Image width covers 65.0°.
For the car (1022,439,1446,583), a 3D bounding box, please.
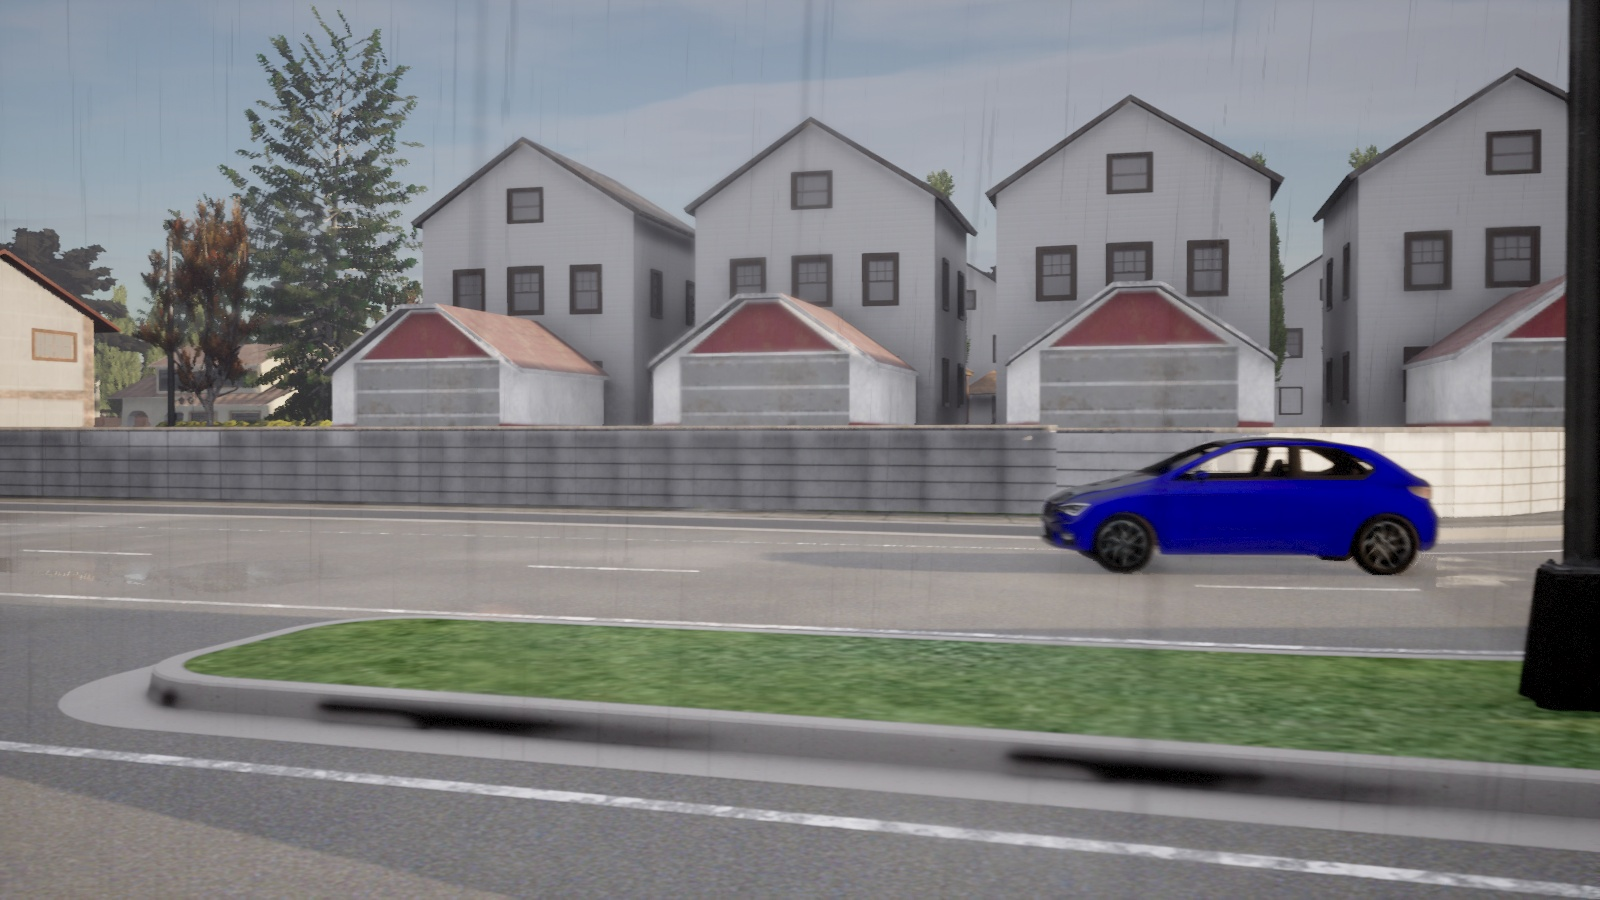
[{"bbox_3d":[4.740,0.628,14.221,4.193,1.474,1.816,0,1,4],"label":"car"}]
